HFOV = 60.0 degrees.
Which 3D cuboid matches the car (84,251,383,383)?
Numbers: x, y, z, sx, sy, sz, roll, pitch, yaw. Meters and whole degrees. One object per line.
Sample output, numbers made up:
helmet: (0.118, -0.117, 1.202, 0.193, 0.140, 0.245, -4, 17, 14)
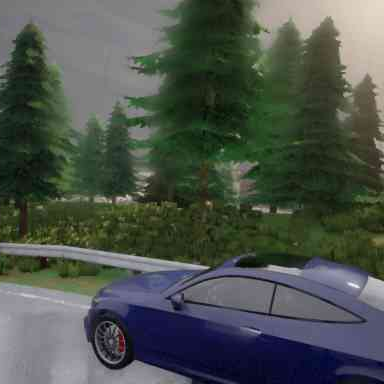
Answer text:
car: (0.770, 1.499, 4.089, 4.674, 1.442, 1.812, 1, 1, 31)
